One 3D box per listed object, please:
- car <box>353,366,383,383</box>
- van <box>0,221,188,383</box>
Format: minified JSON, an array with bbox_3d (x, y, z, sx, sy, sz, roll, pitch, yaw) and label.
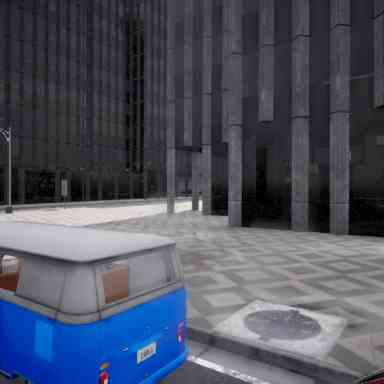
[{"bbox_3d":[2.548,1.440,1.149,4.097,1.590,1.967,0,0,35],"label":"car"},{"bbox_3d":[-1.953,1.341,4.353,3.998,1.788,1.690,0,0,35],"label":"van"}]
